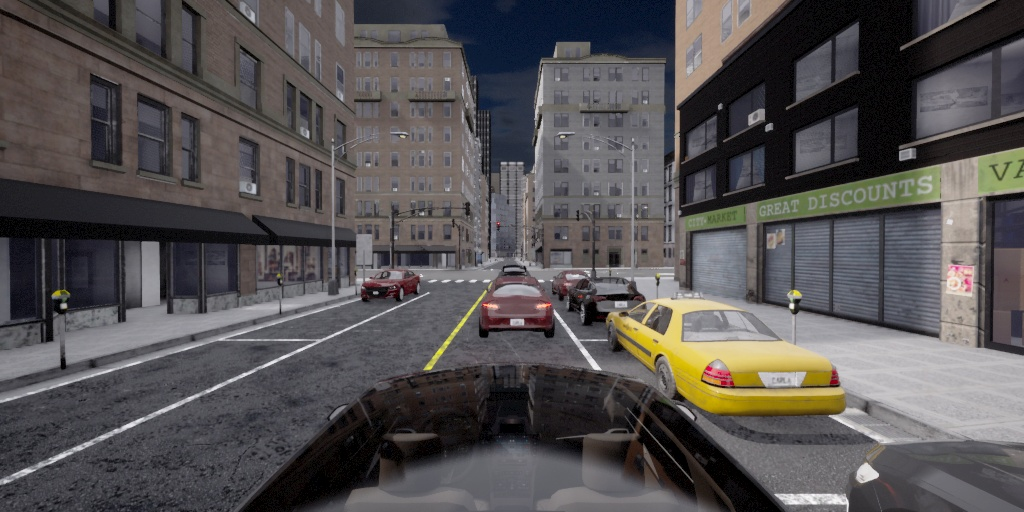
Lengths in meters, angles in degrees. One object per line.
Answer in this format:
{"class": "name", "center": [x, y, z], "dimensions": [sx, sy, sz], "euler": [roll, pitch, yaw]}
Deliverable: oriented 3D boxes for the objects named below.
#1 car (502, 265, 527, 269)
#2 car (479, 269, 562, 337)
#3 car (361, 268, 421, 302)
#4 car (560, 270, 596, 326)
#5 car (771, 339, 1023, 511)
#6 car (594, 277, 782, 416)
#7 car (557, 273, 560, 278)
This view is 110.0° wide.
{"class": "car", "center": [0.127, 1.248, 20.382], "dimensions": [1.837, 1.490, 4.892], "euler": [0, 0, 0]}
{"class": "car", "center": [0.106, 1.273, 10.103], "dimensions": [1.812, 1.442, 4.674], "euler": [0, 0, 0]}
{"class": "car", "center": [-5.647, 1.289, 17.134], "dimensions": [1.888, 1.381, 4.507], "euler": [0, 0, 0]}
{"class": "car", "center": [2.889, 1.312, 11.537], "dimensions": [1.948, 1.339, 4.313], "euler": [0, 0, 0]}
{"class": "car", "center": [2.871, 1.301, 0.365], "dimensions": [2.007, 1.370, 4.403], "euler": [0, 0, 0]}
{"class": "car", "center": [2.881, 1.274, 6.121], "dimensions": [1.751, 1.417, 4.829], "euler": [0, 0, 0]}
{"class": "car", "center": [2.898, 1.326, 17.123], "dimensions": [1.802, 1.307, 4.207], "euler": [0, 0, 0]}
